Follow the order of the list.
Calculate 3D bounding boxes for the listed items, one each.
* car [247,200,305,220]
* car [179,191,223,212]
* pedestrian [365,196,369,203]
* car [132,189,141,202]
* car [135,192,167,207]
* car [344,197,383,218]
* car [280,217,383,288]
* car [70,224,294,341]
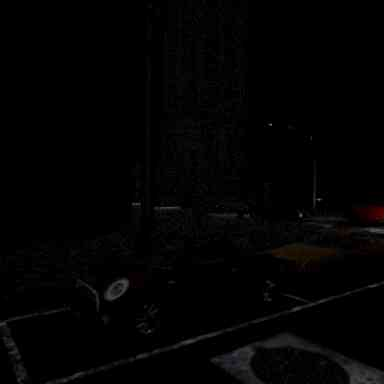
[{"bbox_3d":[6.517,1.420,26.241,2.128,1.511,4.902,1,1,-36],"label":"car"},{"bbox_3d":[0.783,0.959,34.248,2.150,2.045,5.566,1,1,-35],"label":"car"},{"bbox_3d":[14.011,1.224,26.493,0.375,1.860,0.375,2,-1,-36],"label":"pedestrian"},{"bbox_3d":[-9.534,0.581,54.134,2.150,2.045,5.566,1,1,-36],"label":"car"},{"bbox_3d":[-5.021,1.074,42.355,1.812,1.442,4.674,1,1,-36],"label":"car"},{"bbox_3d":[13.091,1.322,22.373,2.150,2.045,5.566,2,0,-28],"label":"car"},{"bbox_3d":[4.115,1.634,9.589,4.829,1.417,1.752,1,-1,-36],"label":"car"},{"bbox_3d":[-0.186,1.483,6.518,4.097,1.590,1.967,1,-1,-36],"label":"car"}]
